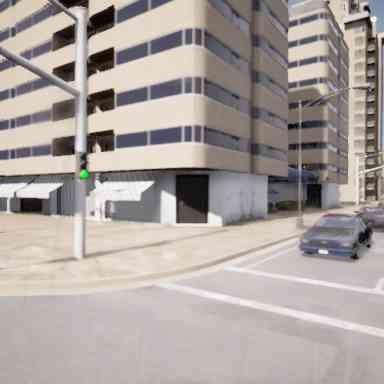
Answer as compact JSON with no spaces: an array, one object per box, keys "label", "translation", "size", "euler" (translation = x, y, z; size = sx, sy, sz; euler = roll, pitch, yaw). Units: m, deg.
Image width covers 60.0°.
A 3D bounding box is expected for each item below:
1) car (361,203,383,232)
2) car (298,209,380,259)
[{"label":"car","translation":[11.217,1.644,20.776],"size":[1.994,1.385,4.181],"euler":[0,0,35]},{"label":"car","translation":[5.899,1.606,13.234],"size":[2.033,1.411,5.357],"euler":[0,0,35]}]
